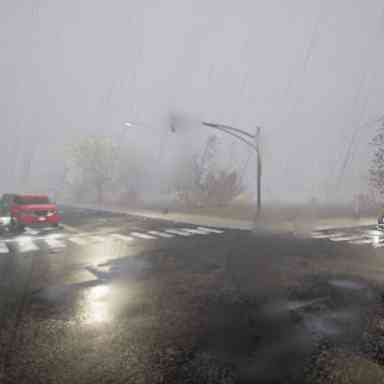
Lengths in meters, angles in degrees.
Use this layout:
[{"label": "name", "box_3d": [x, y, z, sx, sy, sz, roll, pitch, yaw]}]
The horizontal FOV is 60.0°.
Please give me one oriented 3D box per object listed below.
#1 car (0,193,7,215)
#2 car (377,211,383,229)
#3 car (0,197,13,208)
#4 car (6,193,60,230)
[{"label": "car", "box_3d": [-17.738, 1.151, 33.175, 2.150, 2.045, 5.566, -1, 1, -32]}, {"label": "car", "box_3d": [13.623, 1.573, 21.097, 4.892, 1.490, 1.837, 0, 0, -36]}, {"label": "car", "box_3d": [-27.131, 1.455, 47.983, 2.033, 1.411, 5.357, -1, 0, -32]}, {"label": "car", "box_3d": [-10.137, 1.172, 21.248, 2.150, 2.045, 5.566, -1, 0, -35]}]
